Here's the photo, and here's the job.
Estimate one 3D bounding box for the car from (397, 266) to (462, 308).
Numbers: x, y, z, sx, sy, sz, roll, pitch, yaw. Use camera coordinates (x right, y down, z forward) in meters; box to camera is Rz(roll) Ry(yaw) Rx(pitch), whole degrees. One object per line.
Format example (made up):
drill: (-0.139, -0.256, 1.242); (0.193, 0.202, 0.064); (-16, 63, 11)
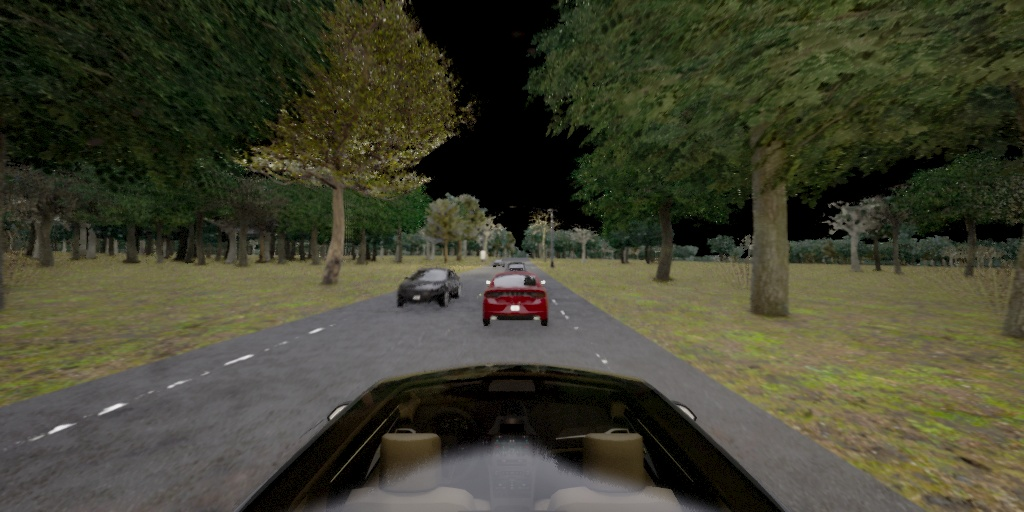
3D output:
car: (-3.383, 1.225, 15.405); (1.882, 1.535, 5.008); (0, 0, 1)

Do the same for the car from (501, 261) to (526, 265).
car: (0.392, 1.258, 28.106); (1.837, 1.490, 4.892); (0, 0, 2)

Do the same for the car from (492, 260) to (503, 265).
car: (-2.239, 1.320, 60.348); (2.033, 1.411, 5.357); (0, 0, 2)

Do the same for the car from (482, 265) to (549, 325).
car: (0.124, 1.226, 11.869); (1.882, 1.535, 5.008); (0, 0, 1)
